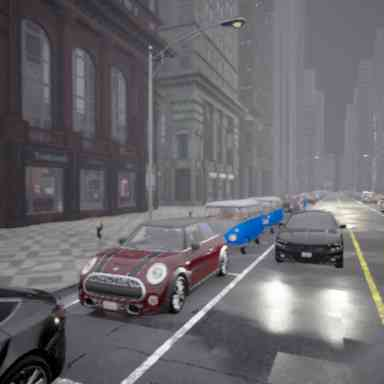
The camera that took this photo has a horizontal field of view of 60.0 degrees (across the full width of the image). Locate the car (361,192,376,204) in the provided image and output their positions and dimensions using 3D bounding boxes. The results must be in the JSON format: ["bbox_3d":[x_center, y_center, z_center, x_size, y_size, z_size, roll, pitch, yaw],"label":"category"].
[{"bbox_3d":[27.314,1.077,50.834,1.752,1.417,4.829,0,0,23],"label":"car"}]

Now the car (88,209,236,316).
[{"bbox_3d":[-0.588,1.361,7.405,1.967,1.590,4.097,0,1,23],"label":"car"}]

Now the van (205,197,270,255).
[{"bbox_3d":[1.634,1.213,12.584,1.690,1.788,3.998,0,1,23],"label":"van"}]

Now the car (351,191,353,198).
[{"bbox_3d":[38.355,0.891,76.577,2.008,1.369,4.403,0,0,23],"label":"car"}]

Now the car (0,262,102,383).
[{"bbox_3d":[-2.810,1.536,2.226,1.947,1.339,4.313,0,1,23],"label":"car"}]

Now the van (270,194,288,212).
[{"bbox_3d":[3.855,1.165,17.764,1.690,1.788,3.998,0,1,23],"label":"van"}]

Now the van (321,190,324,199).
[{"bbox_3d":[26.072,0.719,69.565,1.690,1.788,3.998,0,0,23],"label":"van"}]

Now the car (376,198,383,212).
[{"bbox_3d":[18.361,1.046,29.957,2.192,1.841,5.009,0,1,23],"label":"car"}]

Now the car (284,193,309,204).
[{"bbox_3d":[8.298,1.045,28.123,2.192,1.841,5.009,0,1,23],"label":"car"}]

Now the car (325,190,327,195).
[{"bbox_3d":[32.738,0.565,85.105,2.192,1.841,5.009,0,0,23],"label":"car"}]

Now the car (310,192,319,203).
[{"bbox_3d":[17.186,1.094,48.846,1.887,1.381,4.507,0,1,23],"label":"car"}]

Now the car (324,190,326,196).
[{"bbox_3d":[30.516,0.859,79.927,1.947,1.339,4.313,0,0,23],"label":"car"}]

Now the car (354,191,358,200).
[{"bbox_3d":[33.912,0.865,66.217,1.967,1.590,4.097,0,0,23],"label":"car"}]

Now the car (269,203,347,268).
[{"bbox_3d":[4.067,1.368,11.249,1.882,1.535,5.008,0,1,23],"label":"car"}]

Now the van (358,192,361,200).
[{"bbox_3d":[29.468,0.852,55.856,1.690,1.788,3.998,0,0,23],"label":"van"}]

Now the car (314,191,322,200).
[{"bbox_3d":[21.629,1.029,59.206,1.947,1.339,4.313,0,0,23],"label":"car"}]
